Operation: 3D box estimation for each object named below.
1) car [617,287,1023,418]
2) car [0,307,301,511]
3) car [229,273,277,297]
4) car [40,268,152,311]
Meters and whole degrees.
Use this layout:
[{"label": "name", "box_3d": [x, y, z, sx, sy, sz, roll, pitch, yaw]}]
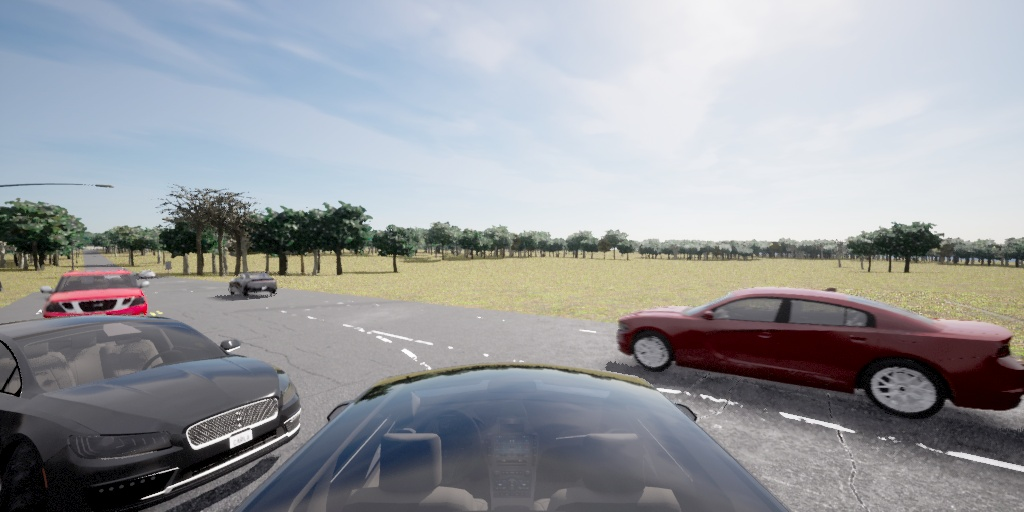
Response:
[{"label": "car", "box_3d": [4.290, 1.271, 6.040, 5.008, 1.535, 1.882, -1, -1, 40]}, {"label": "car", "box_3d": [-4.624, 1.445, 3.943, 4.892, 1.490, 1.837, -3, -3, 20]}, {"label": "car", "box_3d": [-17.589, 1.888, 24.288, 4.902, 1.511, 2.128, -2, 0, 40]}, {"label": "car", "box_3d": [-14.619, 1.514, 12.706, 5.566, 2.045, 2.150, 0, 1, 41]}]
